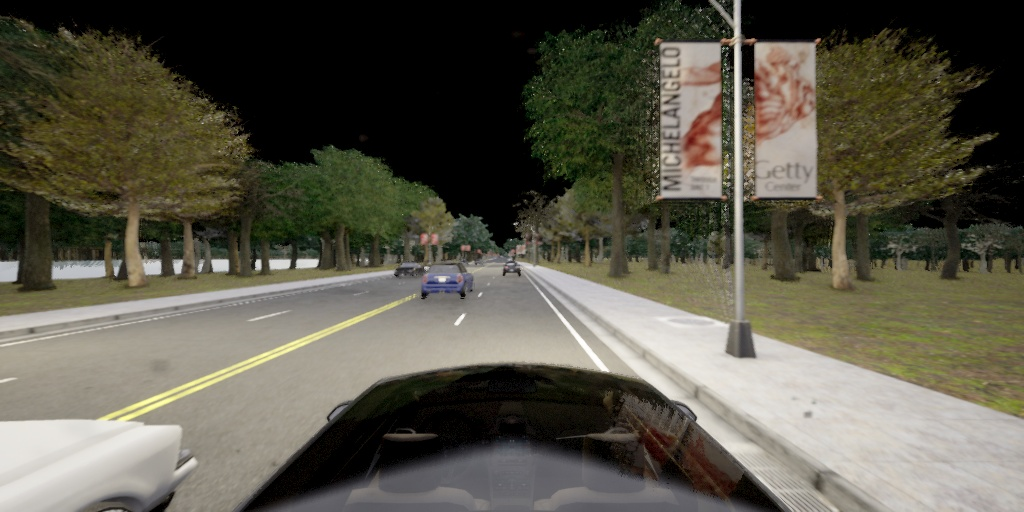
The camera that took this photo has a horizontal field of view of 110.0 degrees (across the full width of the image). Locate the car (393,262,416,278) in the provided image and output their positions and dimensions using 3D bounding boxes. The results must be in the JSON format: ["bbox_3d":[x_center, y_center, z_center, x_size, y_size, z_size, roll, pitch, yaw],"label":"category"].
[{"bbox_3d":[-9.951,1.337,35.193,2.033,1.411,5.357,0,0,0],"label":"car"}]

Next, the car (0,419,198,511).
[{"bbox_3d":[-3.151,1.351,0.346,1.895,1.301,4.718,0,0,0],"label":"car"}]

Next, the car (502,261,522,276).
[{"bbox_3d":[-0.032,1.324,38.652,1.812,1.442,4.674,0,-1,-1],"label":"car"}]

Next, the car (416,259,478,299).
[{"bbox_3d":[-3.178,1.115,18.426,2.097,1.767,4.553,0,0,0],"label":"car"}]
